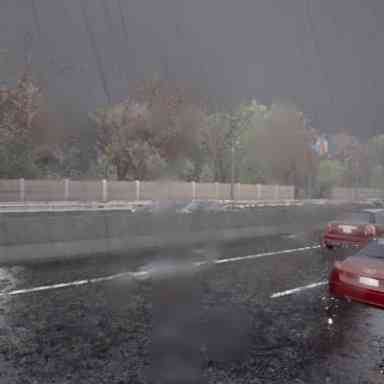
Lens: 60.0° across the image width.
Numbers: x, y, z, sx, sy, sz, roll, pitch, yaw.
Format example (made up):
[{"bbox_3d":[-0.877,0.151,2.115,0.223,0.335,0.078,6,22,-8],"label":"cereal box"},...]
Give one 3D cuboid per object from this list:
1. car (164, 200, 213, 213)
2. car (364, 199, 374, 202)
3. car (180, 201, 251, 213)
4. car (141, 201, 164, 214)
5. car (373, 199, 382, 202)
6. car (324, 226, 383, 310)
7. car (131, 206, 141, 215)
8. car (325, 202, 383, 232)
[{"bbox_3d":[0.532,1.454,25.908,4.553,1.767,2.097,0,0,-36],"label":"car"},{"bbox_3d":[30.198,1.886,55.707,4.892,1.490,1.837,0,0,-35],"label":"car"},{"bbox_3d":[1.989,1.588,22.645,4.902,1.511,2.128,0,0,-36],"label":"car"},{"bbox_3d":[-1.664,1.453,28.640,4.553,1.767,2.097,0,0,-36],"label":"car"},{"bbox_3d":[31.223,1.919,52.154,5.357,1.411,2.033,0,0,-35],"label":"car"},{"bbox_3d":[4.852,1.615,7.224,4.181,1.385,1.994,0,0,-36],"label":"car"},{"bbox_3d":[-3.392,1.596,31.708,4.902,1.511,2.128,0,0,-36],"label":"car"},{"bbox_3d":[7.381,1.440,13.350,4.553,1.767,2.097,0,0,-36],"label":"car"}]
